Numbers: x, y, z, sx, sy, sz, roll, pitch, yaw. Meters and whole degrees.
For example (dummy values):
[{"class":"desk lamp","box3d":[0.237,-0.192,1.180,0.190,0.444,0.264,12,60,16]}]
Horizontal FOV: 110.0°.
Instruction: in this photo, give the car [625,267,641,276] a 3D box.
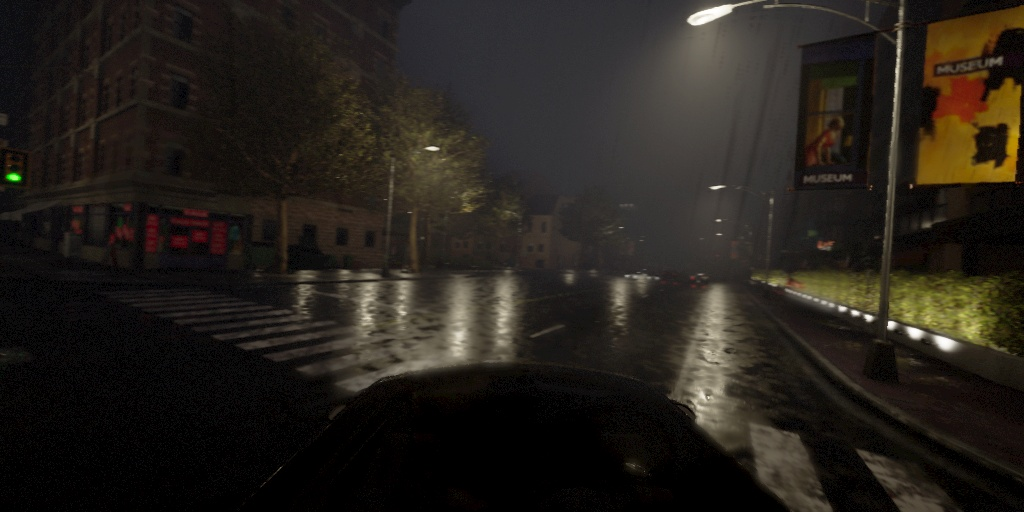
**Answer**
[{"class":"car","box3d":[20.619,2.544,60.851,1.994,1.385,4.181,4,0,31]}]

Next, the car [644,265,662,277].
[{"class":"car","box3d":[23.639,2.723,59.075,2.033,1.411,5.357,4,0,31]}]

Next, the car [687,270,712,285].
[{"class":"car","box3d":[23.160,2.766,44.202,1.895,1.301,4.718,4,0,31]}]

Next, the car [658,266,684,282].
[{"class":"car","box3d":[21.298,2.519,47.870,1.882,1.535,5.008,4,0,30]}]

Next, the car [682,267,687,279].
[{"class":"car","box3d":[27.526,2.987,58.566,1.994,1.385,4.181,4,0,30]}]

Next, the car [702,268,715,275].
[{"class":"car","box3d":[29.445,3.043,54.992,2.128,1.511,4.902,4,0,31]}]
